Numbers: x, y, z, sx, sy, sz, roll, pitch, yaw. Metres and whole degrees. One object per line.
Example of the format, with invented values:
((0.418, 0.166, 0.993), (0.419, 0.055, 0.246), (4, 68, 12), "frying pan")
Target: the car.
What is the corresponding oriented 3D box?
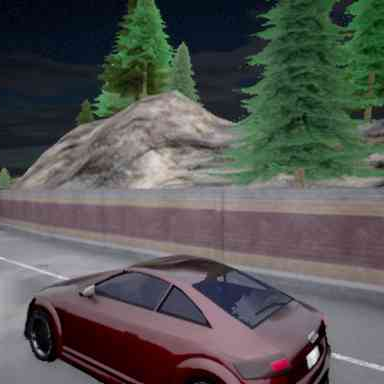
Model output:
((-0.420, 1.575, 4.449), (4.181, 1.385, 1.994), (0, 0, 37), "car")
